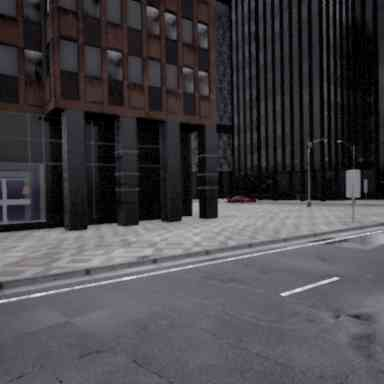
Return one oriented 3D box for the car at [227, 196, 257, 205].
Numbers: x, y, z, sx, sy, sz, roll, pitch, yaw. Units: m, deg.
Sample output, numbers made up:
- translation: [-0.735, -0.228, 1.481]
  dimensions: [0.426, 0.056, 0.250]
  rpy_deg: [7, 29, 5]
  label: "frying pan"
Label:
- translation: [7.516, 1.244, 49.771]
  dimensions: [1.895, 1.301, 4.718]
  rpy_deg: [-2, 0, -35]
  label: "car"
